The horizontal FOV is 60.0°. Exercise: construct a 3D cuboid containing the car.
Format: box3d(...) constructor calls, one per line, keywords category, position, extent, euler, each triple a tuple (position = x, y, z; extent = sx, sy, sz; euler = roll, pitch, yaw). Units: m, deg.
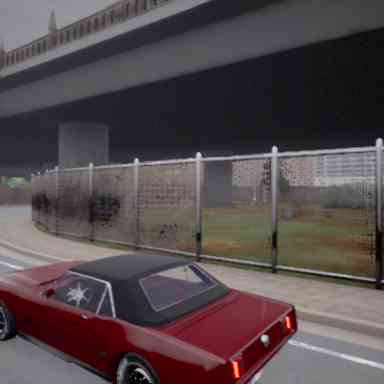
box3d(category="car", position=(-1.102, 1.583, 4.777), extent=(4.718, 1.301, 1.895), euler=(0, 0, 36))
